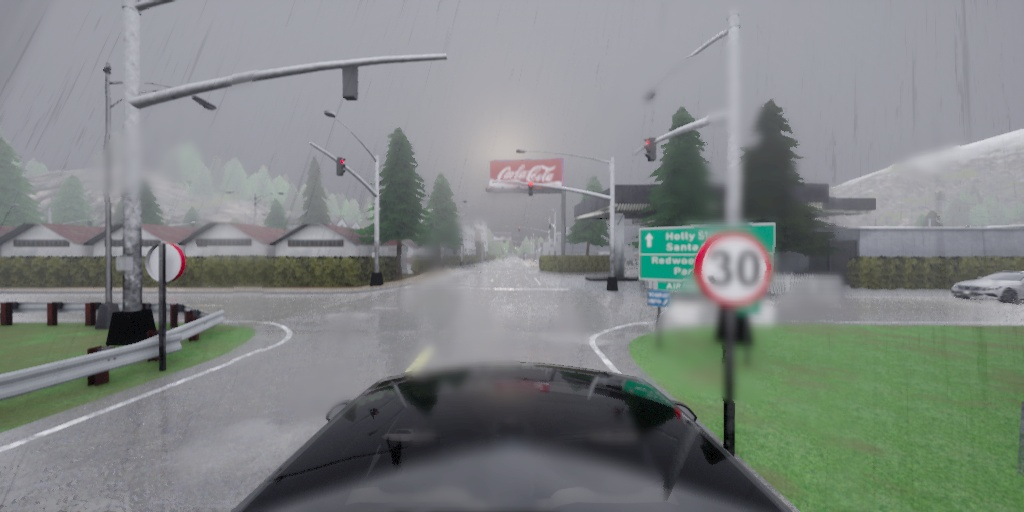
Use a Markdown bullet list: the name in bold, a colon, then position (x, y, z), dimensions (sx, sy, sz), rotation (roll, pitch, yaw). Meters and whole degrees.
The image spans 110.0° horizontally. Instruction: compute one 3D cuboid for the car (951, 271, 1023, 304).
- **car**: position (23.698, 1.425, 16.818), dimensions (4.674, 1.442, 1.812), rotation (0, 0, 1)
